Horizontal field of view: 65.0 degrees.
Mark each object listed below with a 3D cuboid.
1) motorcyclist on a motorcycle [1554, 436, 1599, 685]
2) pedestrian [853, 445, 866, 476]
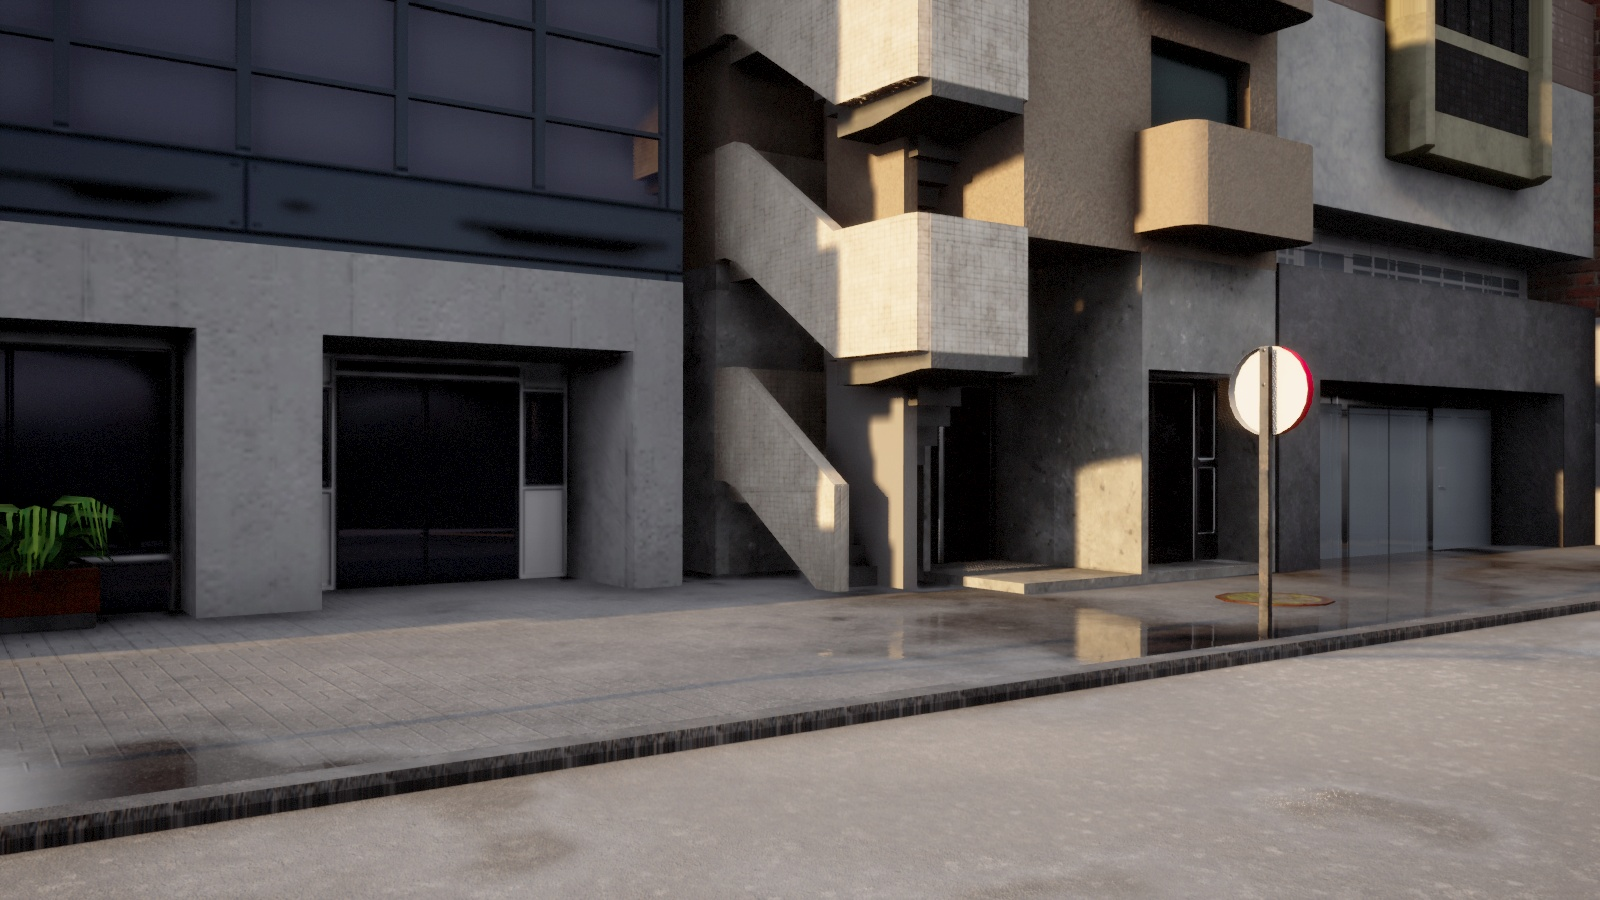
[{"bbox_3d":[5.948,0.706,8.412,1.817,1.590,0.866,0,0,-35],"label":"motorcyclist on a motorcycle"},{"bbox_3d":[3.521,0.621,74.546,0.402,1.842,0.726,0,0,-36],"label":"pedestrian"}]
